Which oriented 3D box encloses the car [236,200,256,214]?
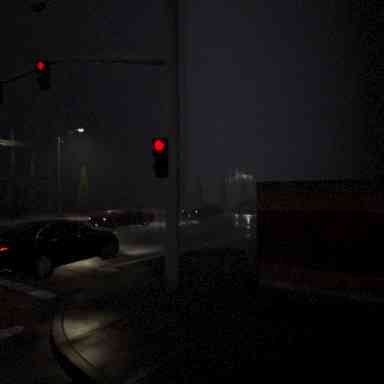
[{"bbox_3d":[6.911,1.666,38.754,1.837,1.490,4.892,0,0,36],"label":"car"}]

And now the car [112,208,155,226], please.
[{"bbox_3d":[-4.716,1.762,22.600,1.895,1.301,4.718,0,0,36],"label":"car"}]

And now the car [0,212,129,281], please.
[{"bbox_3d":[-4.260,1.619,10.490,1.837,1.490,4.892,-4,-2,23],"label":"car"}]

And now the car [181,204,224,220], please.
[{"bbox_3d":[1.045,1.762,30.613,1.895,1.301,4.718,0,0,36],"label":"car"}]
